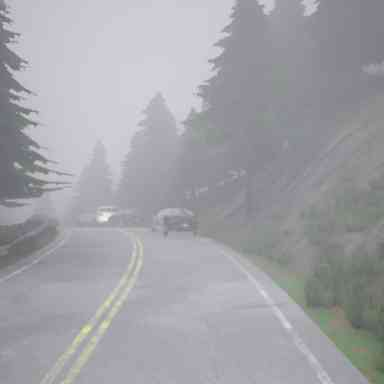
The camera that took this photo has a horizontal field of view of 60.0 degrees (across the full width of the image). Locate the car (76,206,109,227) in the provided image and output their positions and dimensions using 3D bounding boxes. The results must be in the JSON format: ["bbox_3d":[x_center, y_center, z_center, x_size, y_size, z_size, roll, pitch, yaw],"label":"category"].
[{"bbox_3d":[-9.885,2.639,34.362,2.150,2.045,5.566,4,-9,-43],"label":"car"}]

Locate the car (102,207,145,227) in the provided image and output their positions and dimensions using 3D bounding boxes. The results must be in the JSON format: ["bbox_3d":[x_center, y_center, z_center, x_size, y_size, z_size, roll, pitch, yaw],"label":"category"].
[{"bbox_3d":[-5.884,2.291,29.305,1.882,1.535,5.008,1,-6,-34],"label":"car"}]

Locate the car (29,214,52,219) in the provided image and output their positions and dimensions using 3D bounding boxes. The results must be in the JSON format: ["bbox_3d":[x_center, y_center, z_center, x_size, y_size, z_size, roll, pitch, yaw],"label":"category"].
[{"bbox_3d":[-14.880,2.943,33.104,4.892,1.490,1.837,-9,-10,43],"label":"car"}]

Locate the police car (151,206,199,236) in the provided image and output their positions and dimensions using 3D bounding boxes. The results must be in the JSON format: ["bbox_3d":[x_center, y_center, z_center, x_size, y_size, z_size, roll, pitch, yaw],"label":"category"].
[{"bbox_3d":[-1.162,1.642,19.857,1.930,1.638,5.238,2,-3,-19],"label":"police car"}]
